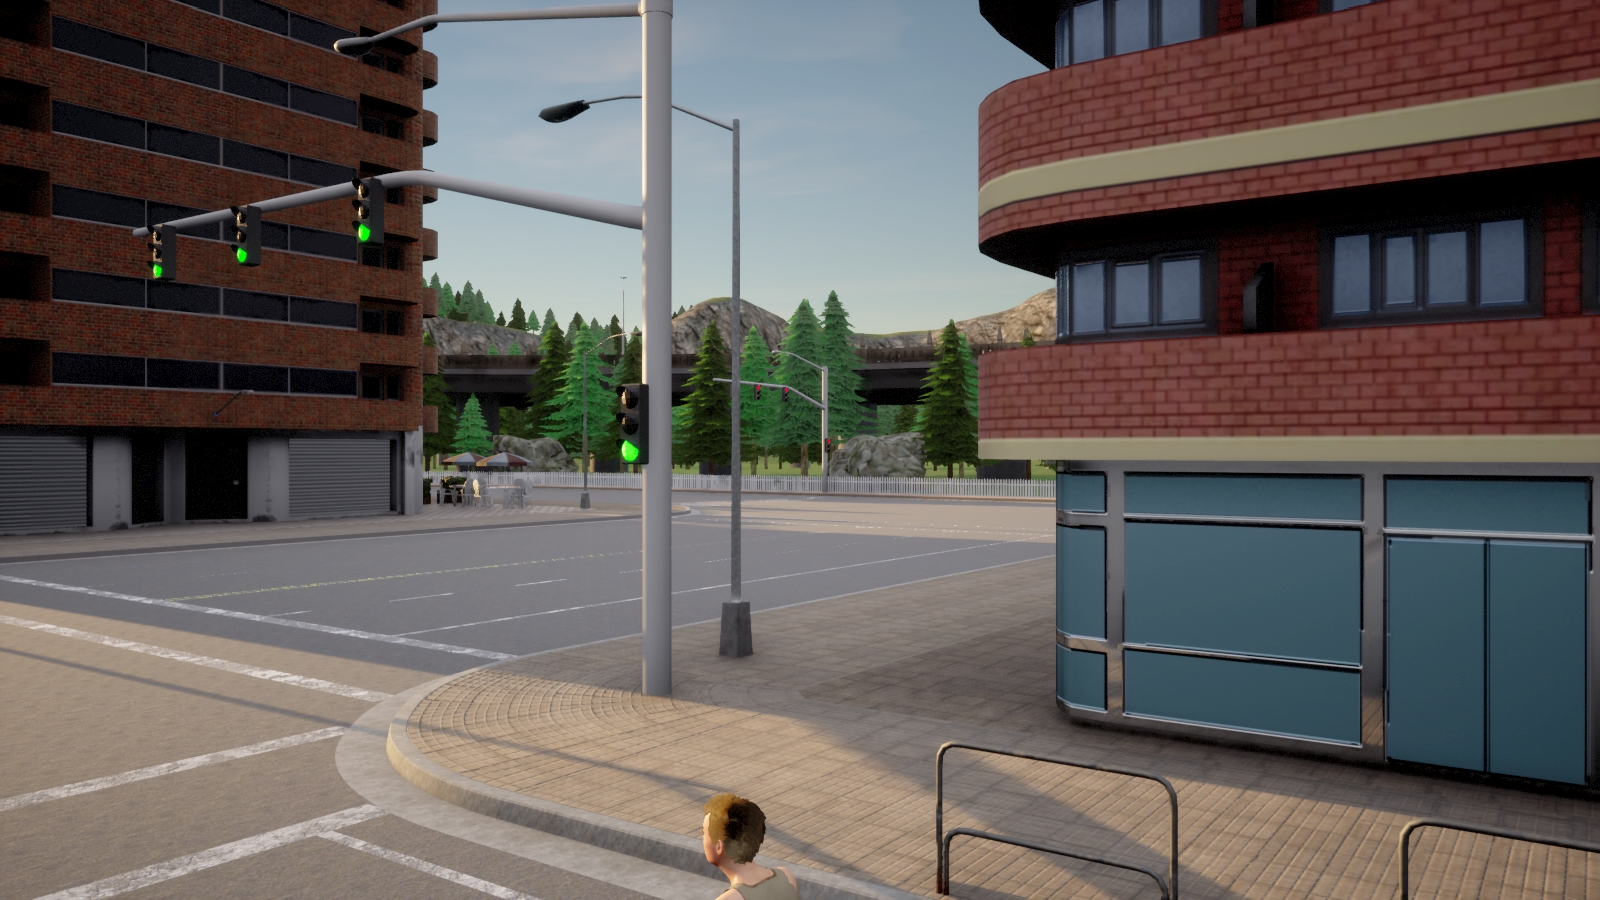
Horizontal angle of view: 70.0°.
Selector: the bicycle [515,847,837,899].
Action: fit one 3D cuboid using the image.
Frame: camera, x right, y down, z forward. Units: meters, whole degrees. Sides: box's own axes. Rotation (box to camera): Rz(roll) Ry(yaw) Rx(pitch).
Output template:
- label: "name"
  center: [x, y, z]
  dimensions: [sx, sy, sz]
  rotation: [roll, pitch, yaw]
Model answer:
- label: "bicycle"
  center: [-0.301, 2.233, 4.022]
  dimensions: [1.487, 1.126, 0.859]
  rotation: [0, 0, 35]
